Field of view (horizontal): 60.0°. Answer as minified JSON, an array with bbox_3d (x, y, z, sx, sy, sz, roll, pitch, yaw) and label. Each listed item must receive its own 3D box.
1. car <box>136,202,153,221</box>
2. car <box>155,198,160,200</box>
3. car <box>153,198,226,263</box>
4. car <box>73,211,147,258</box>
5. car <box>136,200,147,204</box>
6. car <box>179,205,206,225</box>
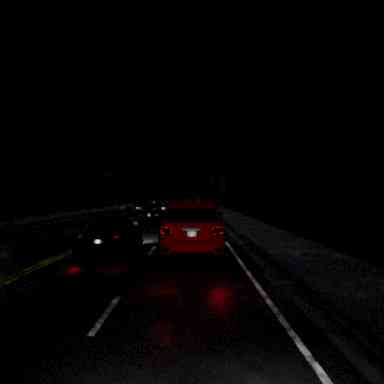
[{"bbox_3d":[-3.236,1.826,27.534,2.033,1.411,5.357,0,-1,0],"label":"car"},{"bbox_3d":[-6.505,2.062,65.429,2.097,1.767,4.553,0,-1,0],"label":"car"},{"bbox_3d":[0.013,1.349,12.605,2.150,2.045,5.566,0,0,0],"label":"car"},{"bbox_3d":[-3.225,1.697,13.451,1.994,1.385,4.181,0,0,1],"label":"car"},{"bbox_3d":[-9.748,2.254,65.376,2.033,1.411,5.357,0,-1,0],"label":"car"},{"bbox_3d":[0.016,1.827,27.560,2.033,1.411,5.357,0,-1,0],"label":"car"}]
